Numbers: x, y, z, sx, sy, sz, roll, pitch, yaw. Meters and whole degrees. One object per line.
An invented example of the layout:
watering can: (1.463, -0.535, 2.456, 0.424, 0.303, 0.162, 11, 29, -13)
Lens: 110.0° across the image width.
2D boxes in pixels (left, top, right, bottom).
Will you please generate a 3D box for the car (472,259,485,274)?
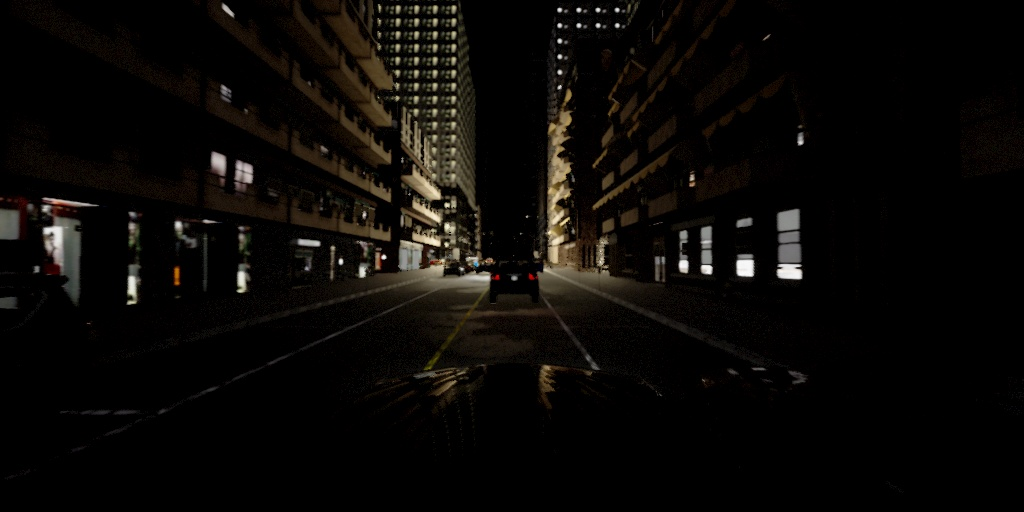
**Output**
car: (-3.004, 1.357, 40.653, 1.895, 1.301, 4.718, 0, 0, 0)

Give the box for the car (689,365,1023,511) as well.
car: (2.692, 1.332, 2.069, 1.802, 1.307, 4.207, 0, 0, 0)

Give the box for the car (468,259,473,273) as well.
car: (-5.655, 1.338, 40.799, 1.802, 1.307, 4.207, 0, 0, 0)

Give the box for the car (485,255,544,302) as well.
car: (0.098, 0.976, 17.187, 2.150, 2.045, 5.566, 0, 0, 0)

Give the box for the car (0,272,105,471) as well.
car: (-5.691, 1.065, 2.016, 2.192, 1.841, 5.009, 0, 0, 0)

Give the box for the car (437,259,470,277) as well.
car: (-5.655, 1.306, 35.258, 2.007, 1.370, 4.403, 0, 0, 0)

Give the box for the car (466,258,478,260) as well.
car: (-5.655, 1.323, 46.339, 1.948, 1.339, 4.313, 0, 0, 0)
